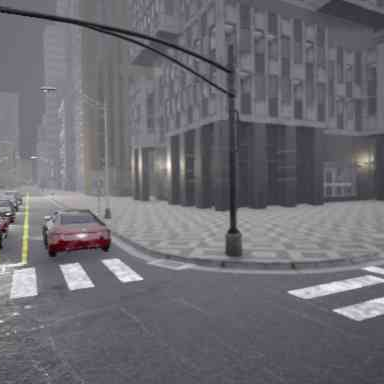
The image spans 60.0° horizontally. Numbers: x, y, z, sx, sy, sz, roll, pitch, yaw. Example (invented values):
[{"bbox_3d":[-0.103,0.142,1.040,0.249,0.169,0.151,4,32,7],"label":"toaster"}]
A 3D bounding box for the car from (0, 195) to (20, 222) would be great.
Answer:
[{"bbox_3d":[-12.540,1.179,21.590,2.033,1.411,5.357,-2,2,-26],"label":"car"}]

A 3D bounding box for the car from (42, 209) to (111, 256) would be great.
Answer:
[{"bbox_3d":[-4.338,1.308,12.187,1.994,1.385,4.181,-2,2,-26],"label":"car"}]

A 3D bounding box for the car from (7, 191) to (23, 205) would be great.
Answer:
[{"bbox_3d":[-21.310,0.666,39.557,2.097,1.767,4.553,-2,2,-26],"label":"car"}]

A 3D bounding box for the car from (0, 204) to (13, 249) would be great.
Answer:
[{"bbox_3d":[-8.270,1.387,12.937,1.895,1.301,4.718,-2,2,-26],"label":"car"}]

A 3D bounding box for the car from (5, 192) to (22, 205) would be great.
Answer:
[{"bbox_3d":[-16.841,1.002,30.357,1.812,1.442,4.674,-2,2,-26],"label":"car"}]
